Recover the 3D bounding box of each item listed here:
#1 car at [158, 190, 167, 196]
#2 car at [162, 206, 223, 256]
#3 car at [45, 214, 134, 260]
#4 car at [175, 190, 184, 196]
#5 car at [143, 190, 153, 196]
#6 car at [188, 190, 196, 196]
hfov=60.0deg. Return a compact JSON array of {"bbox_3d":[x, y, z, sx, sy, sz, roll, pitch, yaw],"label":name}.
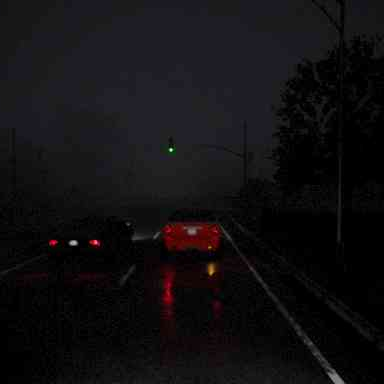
[{"bbox_3d":[-7.013,0.284,79.716,1.837,1.490,4.892,0,-1,0],"label":"car"},{"bbox_3d":[0.018,1.310,13.185,2.097,1.767,4.553,0,1,0],"label":"car"},{"bbox_3d":[-3.491,1.518,12.310,2.033,1.411,5.357,0,1,0],"label":"car"},{"bbox_3d":[-3.514,0.484,87.634,1.895,1.301,4.718,0,-1,0],"label":"car"},{"bbox_3d":[-10.513,0.323,79.715,2.033,1.411,5.357,0,-1,0],"label":"car"},{"bbox_3d":[-0.014,0.381,87.189,1.837,1.490,4.892,0,-1,0],"label":"car"}]
